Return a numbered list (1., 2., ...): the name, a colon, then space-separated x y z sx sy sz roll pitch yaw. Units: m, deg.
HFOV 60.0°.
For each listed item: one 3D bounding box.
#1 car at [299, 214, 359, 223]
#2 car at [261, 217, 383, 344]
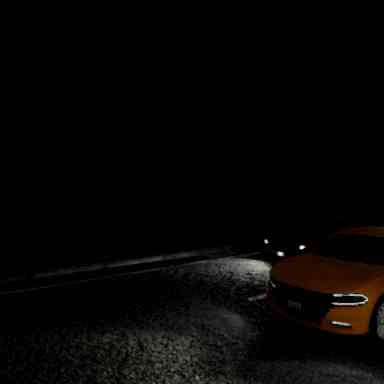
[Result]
1. car: 4.887 1.497 11.710 5.357 1.411 2.033 0 0 -35
2. car: 3.609 1.446 6.531 5.008 1.535 1.882 0 0 -35
